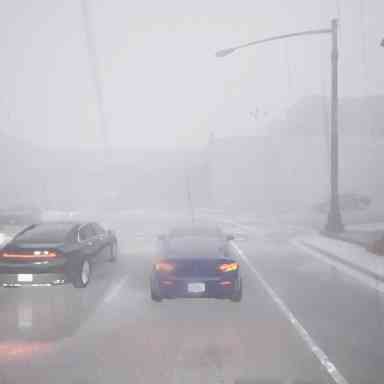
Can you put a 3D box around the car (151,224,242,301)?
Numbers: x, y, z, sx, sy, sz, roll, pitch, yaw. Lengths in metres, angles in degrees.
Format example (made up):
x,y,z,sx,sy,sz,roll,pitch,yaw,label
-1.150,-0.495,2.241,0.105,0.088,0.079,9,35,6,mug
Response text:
x,y,z,sx,sy,sz,roll,pitch,yaw,label
0.098,1.526,8.195,1.812,1.442,4.674,0,0,0,car

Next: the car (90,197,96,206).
x,y,z,sx,sy,sz,roll,pitch,yaw,label
-14.907,1.547,55.807,2.033,1.411,5.357,0,0,-1,car

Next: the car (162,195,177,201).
x,y,z,sx,sy,sz,roll,pitch,yaw,label
-5.712,1.552,85.254,1.994,1.385,4.181,0,0,24,car

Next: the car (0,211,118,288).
x,y,z,sx,sy,sz,roll,pitch,yaw,label
-3.391,1.505,9.212,1.837,1.490,4.892,0,0,0,car

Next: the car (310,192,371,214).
x,y,z,sx,sy,sz,roll,pitch,yaw,label
12.565,0.891,28.345,4.892,1.490,1.837,-7,0,0,car

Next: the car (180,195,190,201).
x,y,z,sx,sy,sz,roll,pitch,yaw,label
-2.029,1.524,85.033,1.812,1.442,4.674,0,0,24,car

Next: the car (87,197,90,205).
x,y,z,sx,sy,sz,roll,pitch,yaw,label
-18.439,1.547,57.571,2.033,1.411,5.357,0,0,-1,car

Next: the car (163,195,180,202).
x,y,z,sx,sy,sz,roll,pitch,yaw,label
-4.553,1.355,75.402,2.097,1.767,4.553,0,0,6,car

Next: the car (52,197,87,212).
x,y,z,sx,sy,sz,roll,pitch,yaw,label
-14.541,1.504,39.727,1.837,1.490,4.892,0,0,-2,car

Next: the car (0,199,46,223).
x,y,z,sx,sy,sz,roll,pitch,yaw,label
-11.220,1.477,21.997,1.882,1.535,5.008,0,0,-16,car

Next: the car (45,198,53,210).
x,y,z,sx,sy,sz,roll,pitch,yaw,label
-18.120,1.504,42.507,1.837,1.490,4.892,0,0,-1,car
